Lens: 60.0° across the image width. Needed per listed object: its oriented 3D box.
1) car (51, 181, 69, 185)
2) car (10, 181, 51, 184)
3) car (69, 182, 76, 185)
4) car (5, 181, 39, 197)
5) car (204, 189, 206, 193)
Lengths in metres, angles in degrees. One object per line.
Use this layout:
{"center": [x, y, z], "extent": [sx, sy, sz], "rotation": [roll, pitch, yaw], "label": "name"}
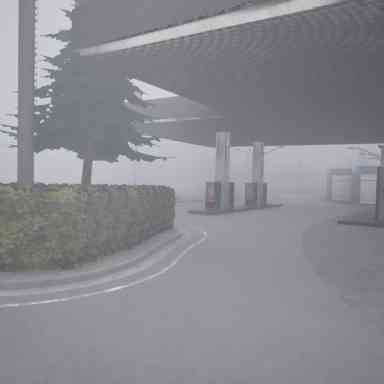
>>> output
{"center": [-26.795, -1.260, 65.478], "extent": [3.866, 1.878, 1.905], "rotation": [2, 2, 35], "label": "car"}
{"center": [-17.252, -0.182, 35.232], "extent": [3.866, 1.878, 1.905], "rotation": [2, 2, 35], "label": "car"}
{"center": [-25.457, -1.284, 68.090], "extent": [4.605, 1.855, 1.932], "rotation": [2, 2, 35], "label": "car"}
{"center": [-21.784, -0.469, 42.450], "extent": [4.605, 1.855, 1.932], "rotation": [2, 2, 35], "label": "car"}
{"center": [4.868, -0.306, 65.621], "extent": [5.027, 1.636, 2.152], "rotation": [2, 2, 35], "label": "car"}
